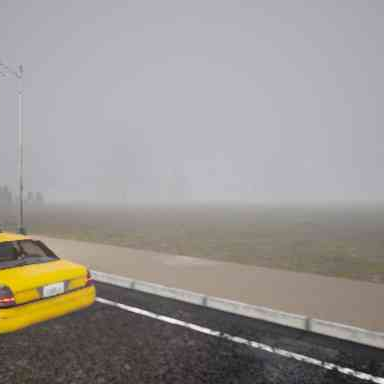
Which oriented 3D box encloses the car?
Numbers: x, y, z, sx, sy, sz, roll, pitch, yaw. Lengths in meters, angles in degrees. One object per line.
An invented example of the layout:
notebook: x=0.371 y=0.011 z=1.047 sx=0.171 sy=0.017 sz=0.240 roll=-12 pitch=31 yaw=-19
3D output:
car: x=-4.182 y=1.457 z=6.546 sx=5.366 sy=1.575 sz=1.801 roll=0 pitch=0 yaw=36
